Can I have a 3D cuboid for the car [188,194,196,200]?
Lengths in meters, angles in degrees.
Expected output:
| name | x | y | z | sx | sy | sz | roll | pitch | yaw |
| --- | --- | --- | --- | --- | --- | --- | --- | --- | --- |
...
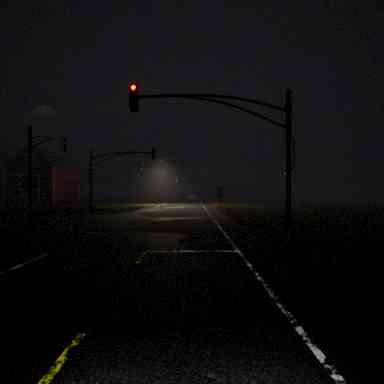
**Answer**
| name | x | y | z | sx | sy | sz | roll | pitch | yaw |
| --- | --- | --- | --- | --- | --- | --- | --- | --- | --- |
| car | 0.067 | 1.242 | 86.583 | 2.097 | 1.767 | 4.553 | 0 | 0 | 0 |
